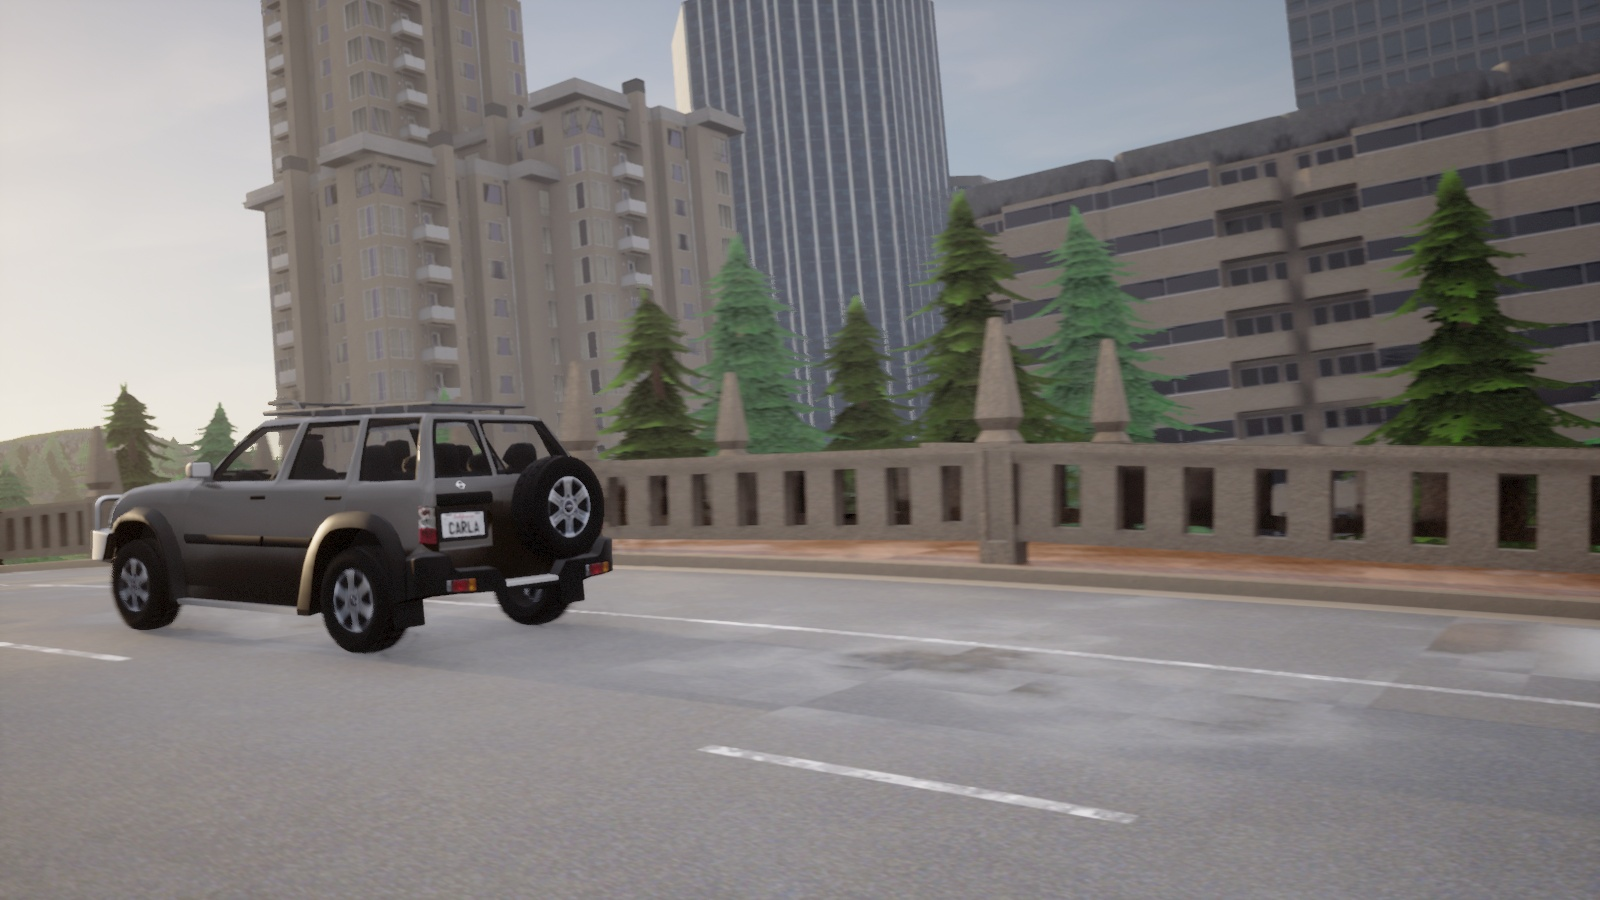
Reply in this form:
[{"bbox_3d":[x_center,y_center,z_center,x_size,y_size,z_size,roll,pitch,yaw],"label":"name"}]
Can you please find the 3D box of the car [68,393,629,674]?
[{"bbox_3d":[-3.834,0.614,10.372,4.605,1.855,1.932,-2,0,34],"label":"car"}]
